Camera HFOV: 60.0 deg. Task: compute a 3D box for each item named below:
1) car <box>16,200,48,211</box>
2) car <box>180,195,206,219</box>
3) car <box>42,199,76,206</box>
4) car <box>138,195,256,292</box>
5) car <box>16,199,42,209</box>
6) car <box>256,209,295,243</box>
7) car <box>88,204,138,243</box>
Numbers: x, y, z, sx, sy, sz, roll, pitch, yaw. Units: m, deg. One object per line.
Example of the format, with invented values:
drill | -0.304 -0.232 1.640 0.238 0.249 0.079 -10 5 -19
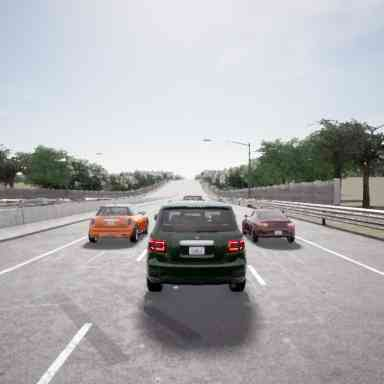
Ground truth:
car | -21.136 1.720 44.177 1.895 1.301 4.718 0 0 0
car | 0.069 1.264 30.583 2.150 2.045 5.566 0 0 0
car | -14.134 1.563 36.742 2.128 1.511 4.902 0 0 0
car | 0.091 1.218 9.078 2.150 2.045 5.566 0 0 0
car | -17.634 1.578 37.007 1.837 1.490 4.892 0 0 0
car | 3.584 1.526 16.075 1.812 1.442 4.674 0 0 0
car | -3.421 1.352 16.308 2.097 1.767 4.553 0 0 1
